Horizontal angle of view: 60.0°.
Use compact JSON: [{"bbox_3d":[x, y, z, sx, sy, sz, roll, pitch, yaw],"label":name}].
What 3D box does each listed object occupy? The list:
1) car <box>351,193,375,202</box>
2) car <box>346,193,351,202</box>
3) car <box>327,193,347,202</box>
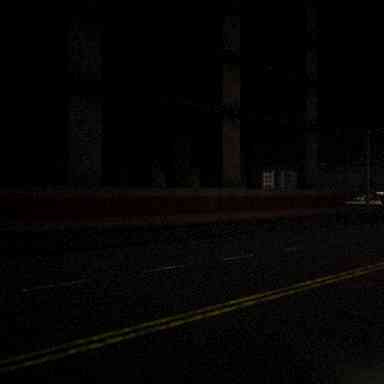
[{"bbox_3d":[35.467,1.393,69.127,3.806,1.475,1.970,0,0,-35],"label":"car"},{"bbox_3d":[33.795,1.361,71.490,3.905,1.438,1.784,0,0,-35],"label":"car"},{"bbox_3d":[32.203,1.151,73.651,4.605,1.855,1.932,0,0,-35],"label":"car"}]
